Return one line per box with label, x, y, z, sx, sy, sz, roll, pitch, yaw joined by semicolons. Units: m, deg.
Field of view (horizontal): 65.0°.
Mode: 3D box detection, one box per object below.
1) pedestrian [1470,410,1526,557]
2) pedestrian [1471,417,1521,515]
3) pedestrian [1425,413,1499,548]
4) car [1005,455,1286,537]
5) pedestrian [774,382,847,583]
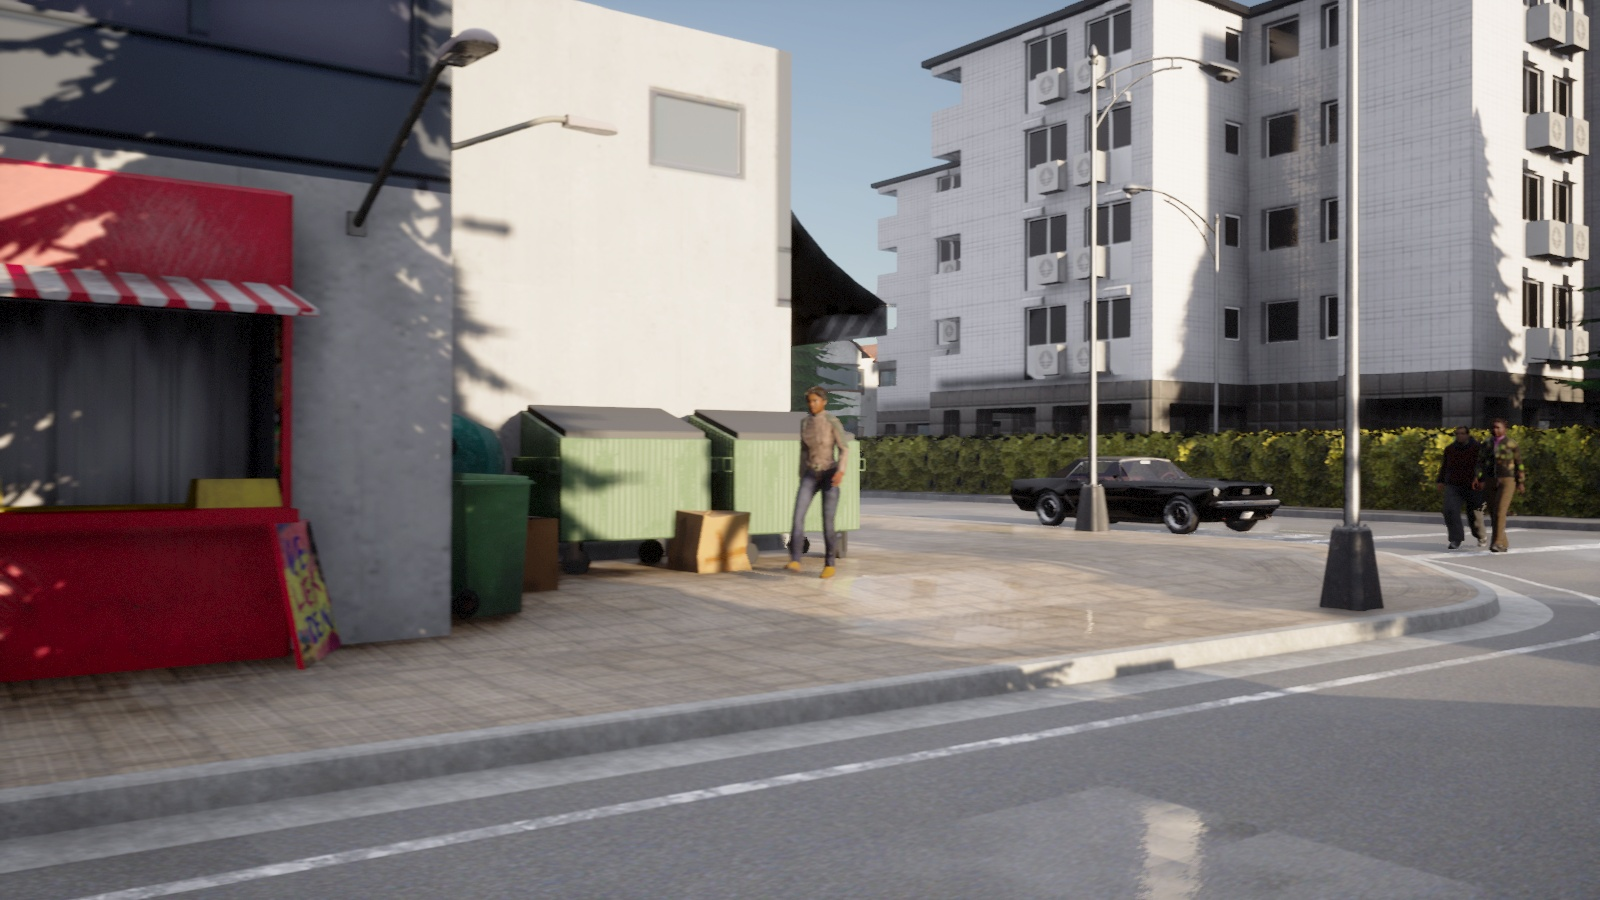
pedestrian;9.383;0.445;16.879;0.692;1.930;0.395;0;0;-36
pedestrian;13.375;0.298;24.131;0.540;1.848;0.694;0;0;-42
pedestrian;9.291;0.419;17.627;0.899;1.844;0.634;0;0;-41
car;6.041;0.741;22.524;1.895;1.301;4.718;0;0;-36
pedestrian;0.107;0.290;11.726;0.328;1.805;0.869;0;0;27
